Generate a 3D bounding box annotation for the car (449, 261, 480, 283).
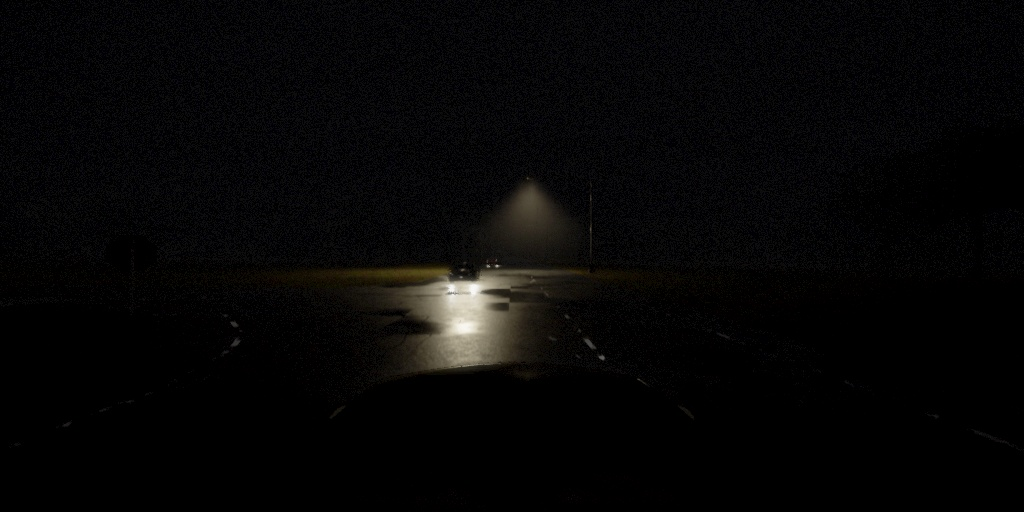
[{"bbox_3d":[-3.477,1.181,26.839,1.837,1.490,4.892,0,1,0],"label":"car"}]
